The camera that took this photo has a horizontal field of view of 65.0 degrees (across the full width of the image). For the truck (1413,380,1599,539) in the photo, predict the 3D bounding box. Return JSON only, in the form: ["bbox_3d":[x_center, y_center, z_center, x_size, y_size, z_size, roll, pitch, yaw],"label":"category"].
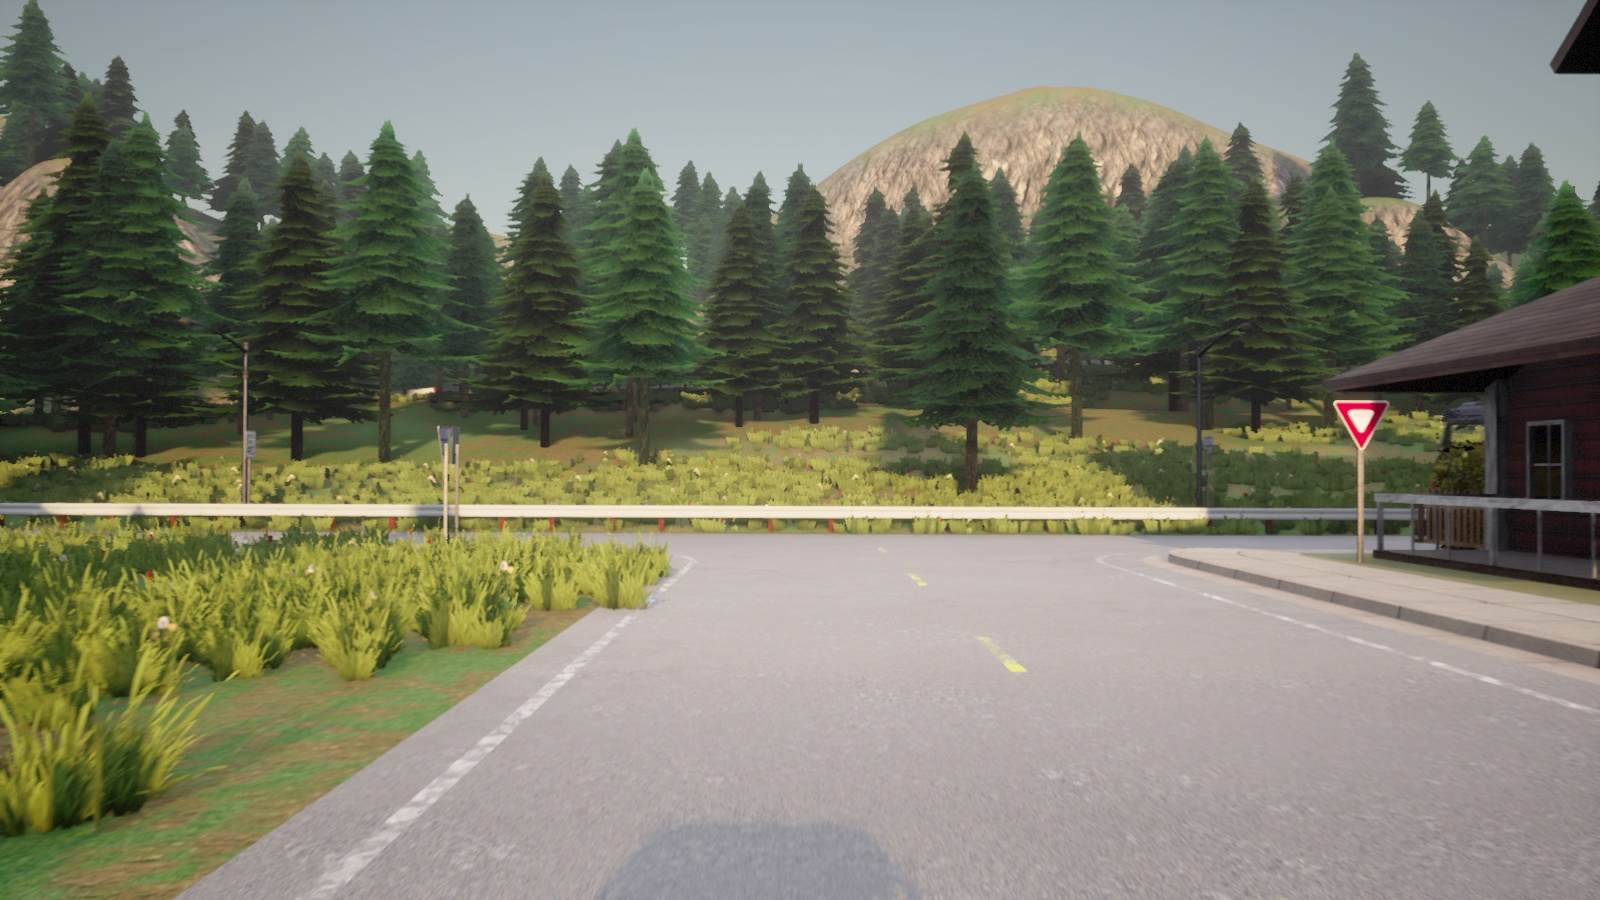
[{"bbox_3d":[20.528,0.241,31.885,8.468,3.827,2.891,0,-1,0],"label":"truck"}]
